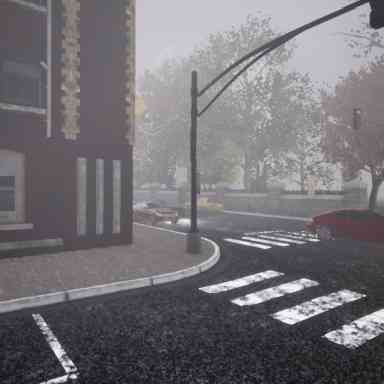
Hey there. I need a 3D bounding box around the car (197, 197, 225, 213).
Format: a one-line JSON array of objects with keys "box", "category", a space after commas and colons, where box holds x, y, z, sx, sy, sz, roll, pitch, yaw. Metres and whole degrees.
[{"box": [0.979, 1.129, 30.571, 1.752, 1.417, 4.829, 1, 0, -36], "category": "car"}]

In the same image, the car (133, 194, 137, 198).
[{"box": [-8.651, 0.864, 43.897, 2.008, 1.369, 4.403, 1, 0, -36], "category": "car"}]

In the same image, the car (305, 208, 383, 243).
[{"box": [7.242, 1.449, 14.066, 4.674, 1.442, 1.812, 3, 3, 38], "category": "car"}]

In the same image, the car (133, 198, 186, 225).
[{"box": [-2.474, 1.257, 21.042, 1.802, 1.307, 4.206, 2, 0, -36], "category": "car"}]

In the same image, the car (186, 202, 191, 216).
[{"box": [-2.176, 1.193, 25.030, 1.994, 1.385, 4.181, 0, 1, -36], "category": "car"}]
